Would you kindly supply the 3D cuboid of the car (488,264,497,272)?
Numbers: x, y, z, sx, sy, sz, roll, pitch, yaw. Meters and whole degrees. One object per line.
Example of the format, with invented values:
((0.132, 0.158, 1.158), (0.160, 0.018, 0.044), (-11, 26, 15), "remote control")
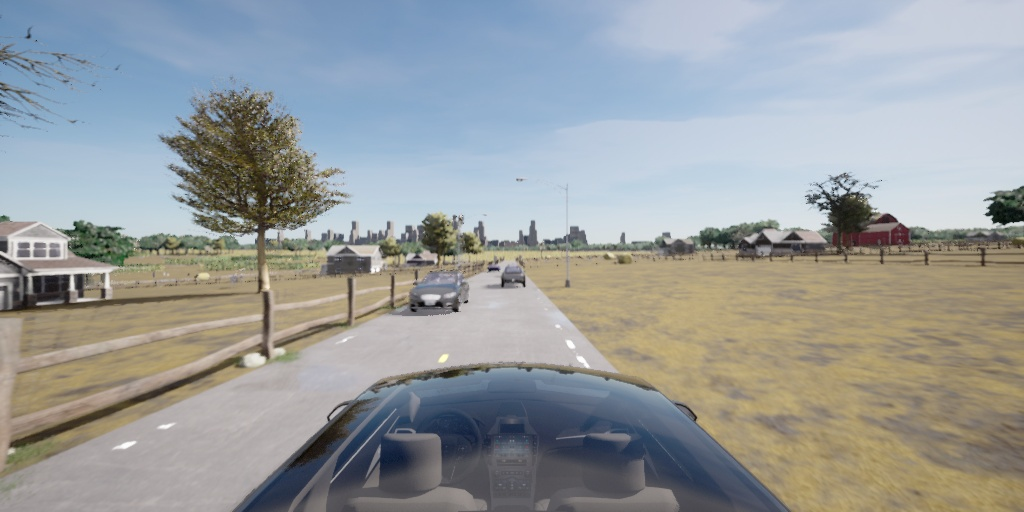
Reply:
((-2.819, 1.945, 57.374), (1.895, 1.301, 4.718), (0, -1, 0), "car")

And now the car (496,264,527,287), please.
((0.095, 1.537, 27.748), (2.128, 1.511, 4.902), (0, -1, 0), "car")

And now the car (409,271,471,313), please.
((-2.852, 1.395, 14.958), (2.128, 1.511, 4.902), (0, -1, 0), "car")
